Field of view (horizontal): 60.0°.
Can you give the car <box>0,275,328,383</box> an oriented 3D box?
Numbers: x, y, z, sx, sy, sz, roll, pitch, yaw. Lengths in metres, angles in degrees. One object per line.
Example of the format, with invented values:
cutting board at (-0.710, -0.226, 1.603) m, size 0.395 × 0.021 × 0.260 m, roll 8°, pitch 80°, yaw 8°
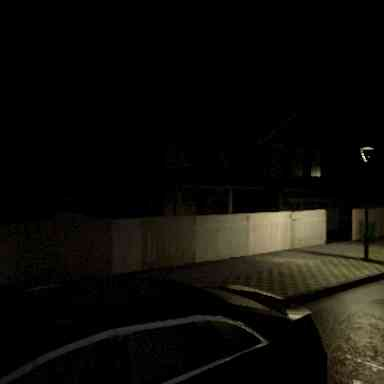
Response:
car at (-1.029, 1.495, 2.335) m, size 4.902 × 1.511 × 2.128 m, roll 1°, pitch 0°, yaw -36°
